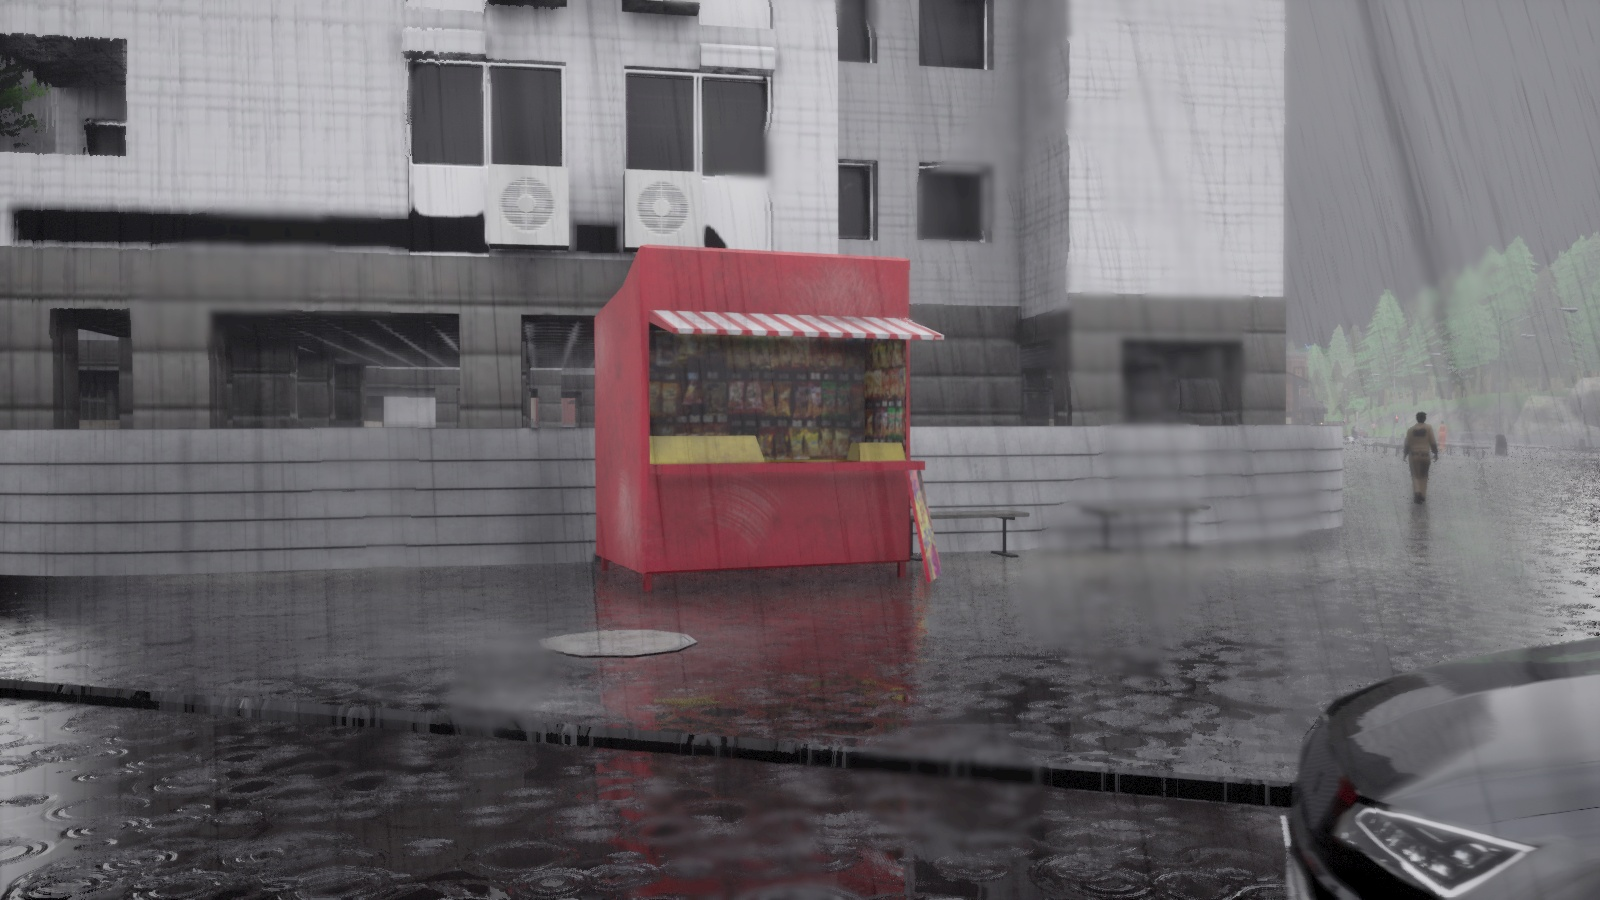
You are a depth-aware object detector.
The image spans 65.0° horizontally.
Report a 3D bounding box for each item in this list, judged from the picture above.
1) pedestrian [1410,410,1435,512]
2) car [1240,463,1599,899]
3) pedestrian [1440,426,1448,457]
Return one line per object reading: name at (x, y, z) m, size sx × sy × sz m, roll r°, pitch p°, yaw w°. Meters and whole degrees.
pedestrian at (11.985, 0.194, 24.171) m, size 0.396 × 1.930 × 0.692 m, roll 1°, pitch 1°, yaw 27°
car at (3.187, 0.809, 2.679) m, size 4.193 × 1.474 × 1.816 m, roll 1°, pitch 1°, yaw 18°
pedestrian at (38.752, -0.528, 75.552) m, size 0.345 × 1.836 × 0.594 m, roll 1°, pitch 1°, yaw 19°
